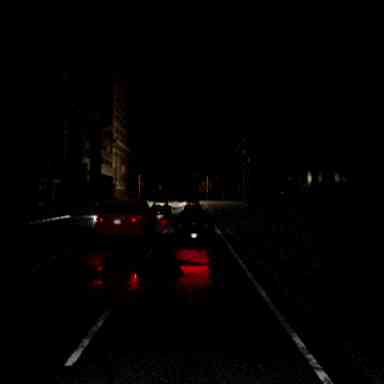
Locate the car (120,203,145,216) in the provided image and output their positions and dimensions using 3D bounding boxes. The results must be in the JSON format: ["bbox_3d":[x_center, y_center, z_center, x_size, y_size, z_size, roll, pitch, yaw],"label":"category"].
[{"bbox_3d":[-6.600,1.904,37.381,1.895,1.301,4.718,0,0,0],"label":"car"}]

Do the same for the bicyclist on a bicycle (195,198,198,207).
[{"bbox_3d":[0.890,1.961,64.109,0.582,1.620,1.656,0,-1,0],"label":"bicyclist on a bicycle"}]

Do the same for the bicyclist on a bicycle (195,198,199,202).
[{"bbox_3d":[0.890,1.893,55.108,0.582,1.620,1.656,0,-1,0],"label":"bicyclist on a bicycle"}]

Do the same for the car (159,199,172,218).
[{"bbox_3d":[-3.157,1.769,34.027,2.128,1.511,4.902,0,0,0],"label":"car"}]

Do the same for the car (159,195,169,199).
[{"bbox_3d":[-6.507,1.598,78.747,2.150,2.045,5.566,0,0,0],"label":"car"}]

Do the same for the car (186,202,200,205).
[{"bbox_3d":[0.093,1.760,34.644,1.882,1.535,5.008,0,-1,0],"label":"car"}]

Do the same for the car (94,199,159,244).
[{"bbox_3d":[-3.154,1.360,16.715,2.150,2.045,5.566,0,0,0],"label":"car"}]

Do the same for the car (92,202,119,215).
[{"bbox_3d":[-9.846,1.875,38.341,1.994,1.385,4.181,0,0,0],"label":"car"}]

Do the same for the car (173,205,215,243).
[{"bbox_3d":[0.093,1.646,16.939,1.837,1.490,4.892,0,0,0],"label":"car"}]
